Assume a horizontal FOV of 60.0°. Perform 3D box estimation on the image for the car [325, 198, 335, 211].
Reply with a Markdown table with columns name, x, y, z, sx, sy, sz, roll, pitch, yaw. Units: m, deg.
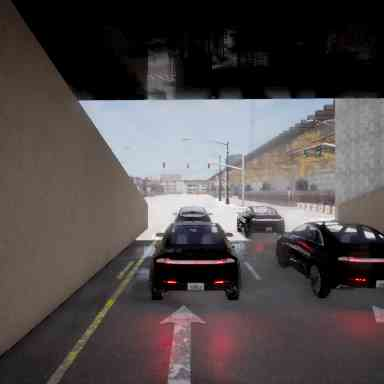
| name | x | y | z | sx | sy | sz | roll | pitch | yaw |
| --- | --- | --- | --- | --- | --- | --- | --- | --- | --- |
| car | 17.316 | 1.452 | 35.509 | 2.038 | 1.542 | 4.974 | 0 | 0 | -35 |

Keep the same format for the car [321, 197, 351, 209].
| name | x | y | z | sx | sy | sz | roll | pitch | yaw |
| --- | --- | --- | --- | --- | --- | --- | --- | --- | --- |
| car | 17.442 | 1.295 | 40.153 | 1.853 | 1.218 | 4.536 | 0 | 0 | 45 |

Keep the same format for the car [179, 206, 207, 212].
| name | x | y | z | sx | sy | sz | roll | pitch | yaw |
| --- | --- | --- | --- | --- | --- | --- | --- | --- | --- |
| car | 0.041 | 1.505 | 17.546 | 1.837 | 1.490 | 4.892 | 0 | 0 | 0 |

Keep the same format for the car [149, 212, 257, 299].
| name | x | y | z | sx | sy | sz | roll | pitch | yaw |
| --- | --- | --- | --- | --- | --- | --- | --- | --- | --- |
| car | 0.063 | 1.492 | 8.425 | 2.128 | 1.511 | 4.902 | 0 | 0 | 0 |

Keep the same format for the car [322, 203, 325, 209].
| name | x | y | z | sx | sy | sz | roll | pitch | yaw |
| --- | --- | --- | --- | --- | --- | --- | --- | --- | --- |
| car | 17.405 | 1.452 | 40.116 | 2.038 | 1.542 | 4.974 | 0 | 0 | 45 |

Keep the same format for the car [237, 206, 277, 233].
| name | x | y | z | sx | sy | sz | roll | pitch | yaw |
| --- | --- | --- | --- | --- | --- | --- | --- | --- | --- |
| car | 3.539 | 1.491 | 17.721 | 2.128 | 1.511 | 4.902 | 0 | 0 | 0 |

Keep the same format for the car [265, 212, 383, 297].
| name | x | y | z | sx | sy | sz | roll | pitch | yaw |
| --- | --- | --- | --- | --- | --- | --- | --- | --- | --- |
| car | 3.559 | 1.492 | 8.588 | 2.128 | 1.511 | 4.902 | 0 | 0 | 0 |
